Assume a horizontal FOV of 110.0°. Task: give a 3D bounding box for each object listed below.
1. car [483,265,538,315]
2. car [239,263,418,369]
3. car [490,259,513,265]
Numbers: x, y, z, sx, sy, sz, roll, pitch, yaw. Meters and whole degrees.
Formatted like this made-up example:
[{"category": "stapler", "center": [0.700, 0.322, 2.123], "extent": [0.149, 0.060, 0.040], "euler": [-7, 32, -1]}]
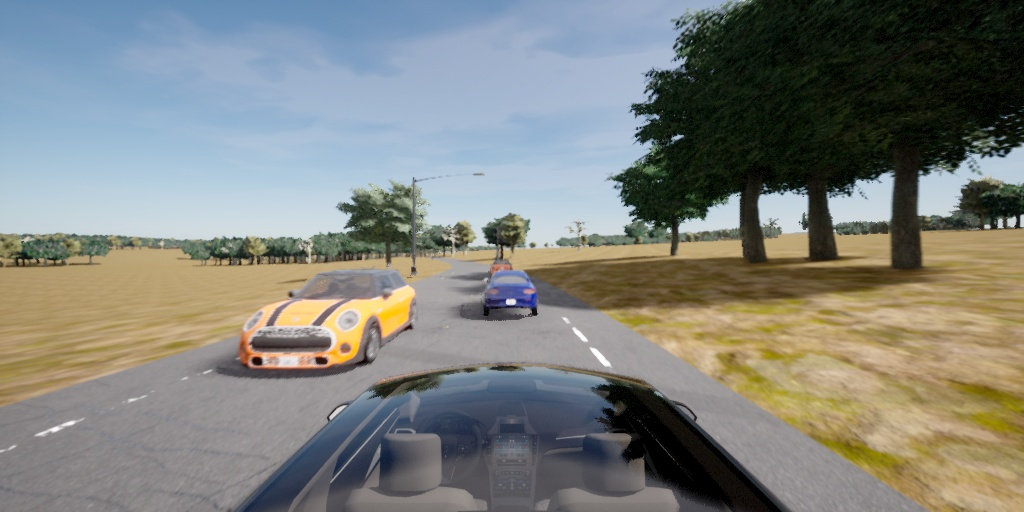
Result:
[{"category": "car", "center": [-0.084, 1.245, 13.297], "extent": [1.812, 1.442, 4.674], "euler": [0, 0, -1]}, {"category": "car", "center": [-3.600, 1.084, 7.957], "extent": [2.097, 1.767, 4.553], "euler": [0, 0, -1]}, {"category": "car", "center": [-1.003, 1.095, 33.433], "extent": [2.097, 1.767, 4.553], "euler": [0, 0, -4]}]
